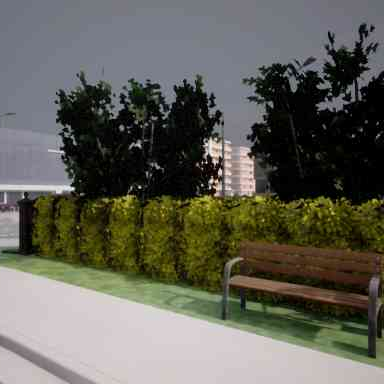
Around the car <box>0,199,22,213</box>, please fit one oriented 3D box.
[{"bbox_3d":[-19.074,1.502,37.557,2.033,1.411,5.357,0,0,35],"label":"car"}]

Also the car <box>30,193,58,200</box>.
[{"bbox_3d":[-15.249,1.167,36.886,2.150,2.045,5.566,0,0,36],"label":"car"}]
